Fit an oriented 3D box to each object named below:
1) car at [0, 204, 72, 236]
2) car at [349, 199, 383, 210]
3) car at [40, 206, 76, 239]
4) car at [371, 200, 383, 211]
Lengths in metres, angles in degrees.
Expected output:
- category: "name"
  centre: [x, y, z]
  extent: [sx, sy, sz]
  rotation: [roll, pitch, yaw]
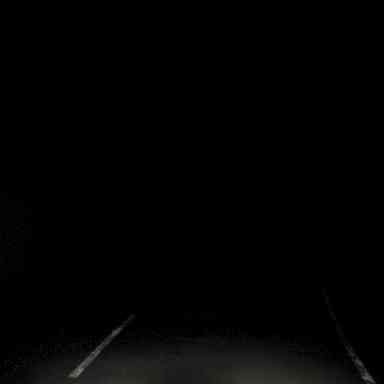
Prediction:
- category: "car"
  centre: [-9.151, 1.480, 18.752]
  extent: [1.994, 1.385, 4.181]
  rotation: [0, 0, 28]
- category: "car"
  centre: [23.720, 1.724, 45.228]
  extent: [4.181, 1.385, 1.994]
  rotation: [1, 0, -21]
- category: "car"
  centre: [-7.231, 1.459, 14.747]
  extent: [1.812, 1.442, 4.674]
  rotation: [0, 0, 24]
- category: "car"
  centre: [25.566, 1.667, 42.190]
  extent: [4.902, 1.511, 2.128]
  rotation: [0, 0, -21]
